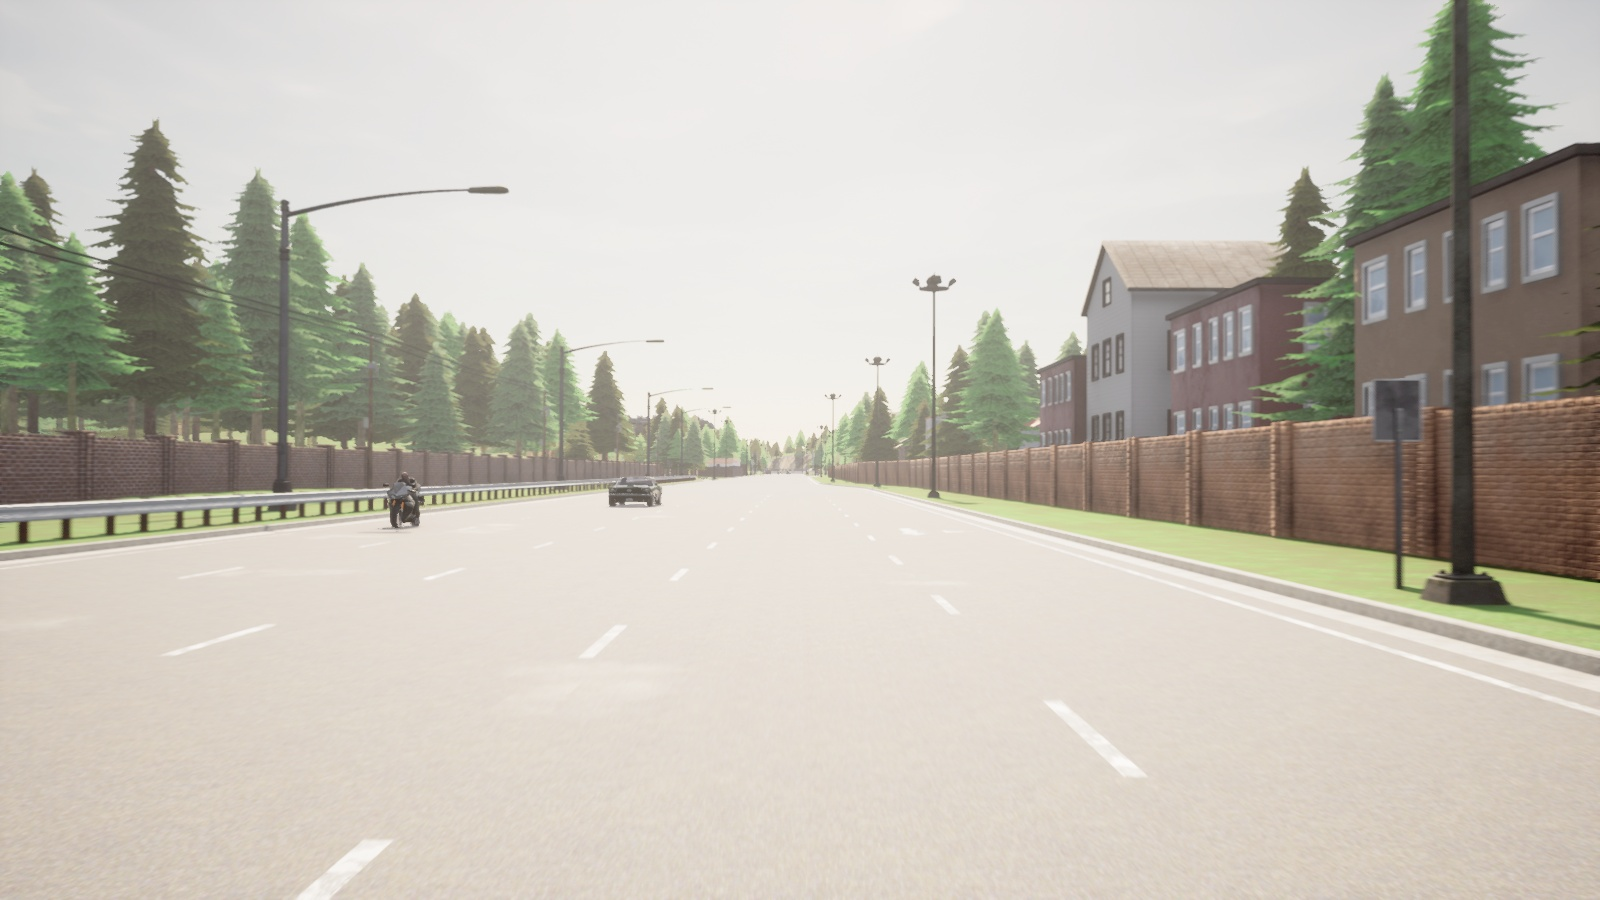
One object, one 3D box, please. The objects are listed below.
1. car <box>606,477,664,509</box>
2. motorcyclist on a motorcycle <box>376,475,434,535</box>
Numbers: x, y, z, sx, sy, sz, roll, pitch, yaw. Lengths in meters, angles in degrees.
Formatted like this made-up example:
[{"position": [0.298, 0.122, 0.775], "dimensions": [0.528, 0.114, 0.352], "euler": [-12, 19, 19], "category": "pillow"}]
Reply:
[{"position": [-7.133, 1.856, 54.698], "dimensions": [1.895, 1.301, 4.718], "euler": [0, -1, 0], "category": "car"}, {"position": [-10.582, 1.455, 33.746], "dimensions": [0.866, 1.530, 2.191], "euler": [0, -1, 0], "category": "motorcyclist on a motorcycle"}]
